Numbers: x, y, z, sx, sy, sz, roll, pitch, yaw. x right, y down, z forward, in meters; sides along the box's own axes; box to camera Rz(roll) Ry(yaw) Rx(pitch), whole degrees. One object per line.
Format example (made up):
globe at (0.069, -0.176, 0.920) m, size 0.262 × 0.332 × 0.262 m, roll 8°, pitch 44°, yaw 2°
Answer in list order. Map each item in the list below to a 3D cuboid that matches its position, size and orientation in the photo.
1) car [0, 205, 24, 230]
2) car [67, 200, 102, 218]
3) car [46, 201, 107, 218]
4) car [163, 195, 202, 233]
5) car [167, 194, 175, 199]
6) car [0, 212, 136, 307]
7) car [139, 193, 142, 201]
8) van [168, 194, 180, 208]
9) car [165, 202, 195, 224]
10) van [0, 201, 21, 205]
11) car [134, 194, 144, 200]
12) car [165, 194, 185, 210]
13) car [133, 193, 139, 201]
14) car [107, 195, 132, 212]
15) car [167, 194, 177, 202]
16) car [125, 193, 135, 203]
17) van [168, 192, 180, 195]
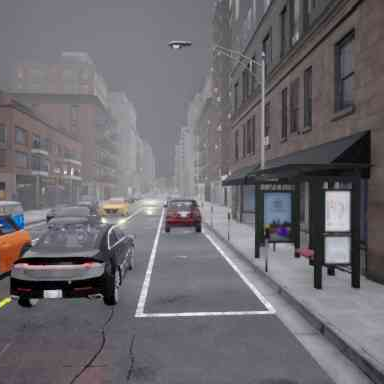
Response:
car at (-5.320, 1.321, 7.211) m, size 2.097 × 1.767 × 4.553 m, roll 0°, pitch 0°, yaw -3°
car at (-9.437, 1.431, 29.533) m, size 1.887 × 1.381 × 4.507 m, roll 0°, pitch 0°, yaw -4°
car at (-6.023, 1.440, 17.558) m, size 1.837 × 1.490 × 4.892 m, roll 0°, pitch 0°, yaw -4°
car at (-0.579, 1.264, 19.326) m, size 2.192 × 1.841 × 5.009 m, roll 0°, pitch 0°, yaw -4°
car at (-5.647, 1.265, 89.424) m, size 2.008 × 1.369 × 4.403 m, roll 0°, pitch 0°, yaw -4°
car at (-2.478, 1.469, 7.932) m, size 2.128 × 1.511 × 4.902 m, roll 0°, pitch 0°, yaw -4°
car at (-12.505, 1.323, 72.674) m, size 1.802 × 1.307 × 4.206 m, roll 0°, pitch 0°, yaw -4°
van at (-2.528, 1.200, 46.287) m, size 1.690 × 1.788 × 3.998 m, roll 0°, pitch 0°, yaw -4°
car at (-0.970, 1.482, 24.719) m, size 2.008 × 1.369 × 4.403 m, roll 0°, pitch 0°, yaw -4°
van at (-8.286, 1.281, 13.354) m, size 1.690 × 1.788 × 3.998 m, roll 0°, pitch 0°, yaw -4°
car at (-13.271, 1.256, 83.459) m, size 2.008 × 1.369 × 4.403 m, roll 0°, pitch 0°, yaw -4°
car at (-2.138, 1.192, 40.895) m, size 2.192 × 1.841 × 5.009 m, roll 0°, pitch 0°, yaw -4°
car at (-11.737, 1.092, 61.888) m, size 2.192 × 1.841 × 5.009 m, roll 0°, pitch 0°, yaw -4°
car at (-6.918, 1.371, 30.316) m, size 1.882 × 1.535 × 5.008 m, roll 0°, pitch 0°, yaw -4°
car at (-4.088, 1.226, 67.855) m, size 1.967 × 1.590 × 4.097 m, roll 0°, pitch 0°, yaw -4°
car at (-11.354, 1.361, 56.496) m, size 1.947 × 1.339 × 4.313 m, roll 0°, pitch 0°, yaw -4°
van at (-1.748, 1.237, 35.502) m, size 1.690 × 1.788 × 3.998 m, roll 0°, pitch 0°, yaw -4°
